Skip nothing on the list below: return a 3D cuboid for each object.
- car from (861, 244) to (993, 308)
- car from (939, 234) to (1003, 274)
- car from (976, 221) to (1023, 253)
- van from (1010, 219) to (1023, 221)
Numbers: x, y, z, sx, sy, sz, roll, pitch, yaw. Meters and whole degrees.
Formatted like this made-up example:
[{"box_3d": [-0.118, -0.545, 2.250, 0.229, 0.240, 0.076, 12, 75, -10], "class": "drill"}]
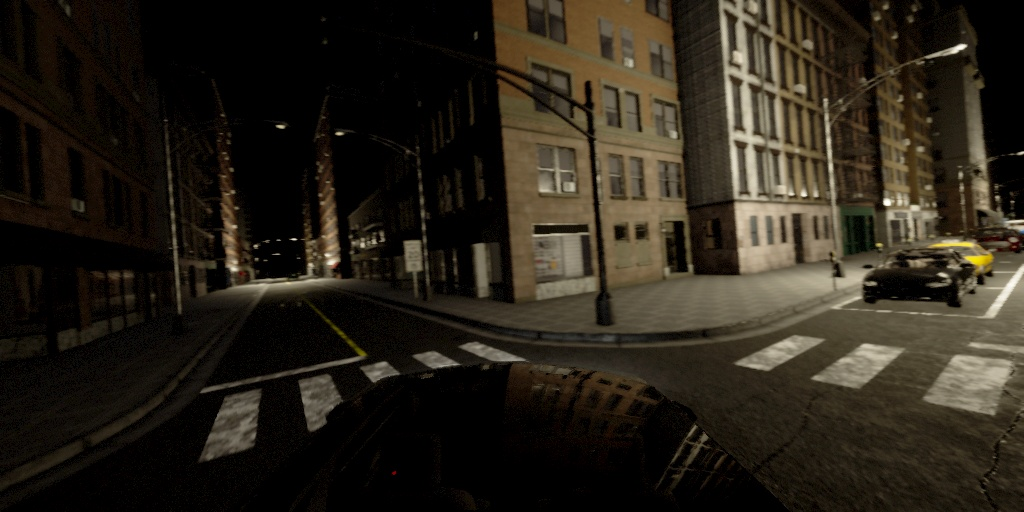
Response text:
[{"box_3d": [11.202, 0.481, 9.819, 4.403, 1.370, 2.007, 0, 0, -33], "class": "car"}, {"box_3d": [15.571, 0.117, 12.686, 4.829, 1.417, 1.751, 0, 0, -33], "class": "car"}, {"box_3d": [29.248, -0.982, 21.658, 4.097, 1.591, 1.967, 0, 0, -33], "class": "car"}, {"box_3d": [47.293, -2.431, 33.497, 3.998, 1.789, 1.690, 0, 0, -33], "class": "van"}]
